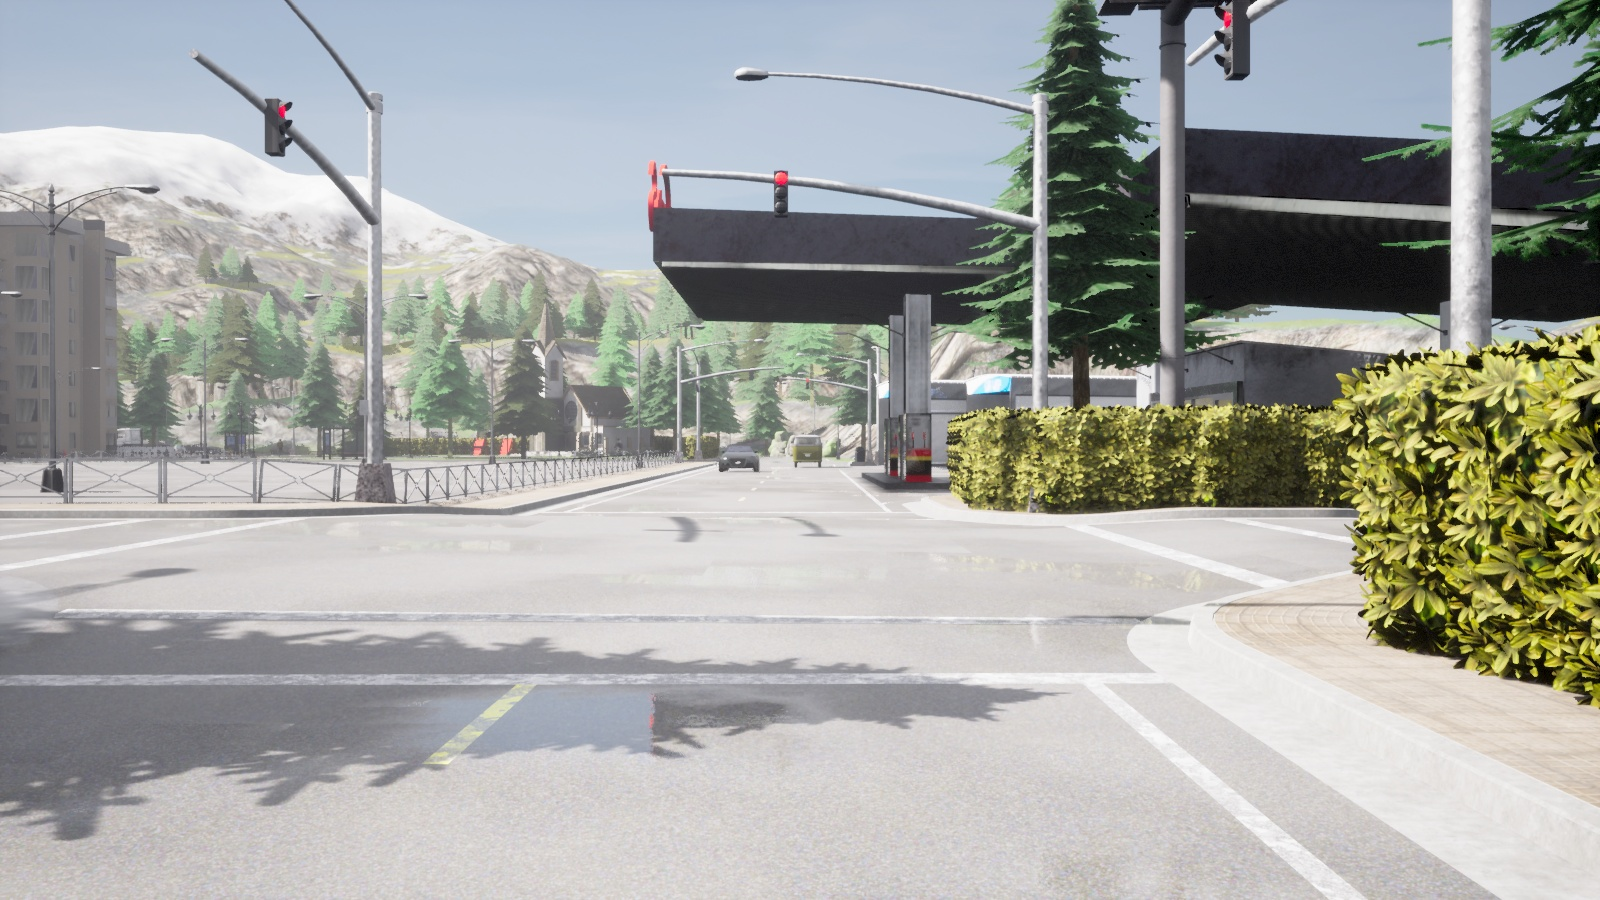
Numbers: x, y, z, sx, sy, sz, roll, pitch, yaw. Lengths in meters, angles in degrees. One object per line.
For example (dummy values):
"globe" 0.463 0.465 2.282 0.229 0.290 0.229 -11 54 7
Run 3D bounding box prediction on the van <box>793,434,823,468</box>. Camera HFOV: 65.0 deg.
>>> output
"van" 0.474 0.060 77.227 1.775 1.987 4.442 0 0 0

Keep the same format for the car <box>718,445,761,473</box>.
"car" -3.100 0.442 64.741 1.994 1.385 4.181 0 0 0
